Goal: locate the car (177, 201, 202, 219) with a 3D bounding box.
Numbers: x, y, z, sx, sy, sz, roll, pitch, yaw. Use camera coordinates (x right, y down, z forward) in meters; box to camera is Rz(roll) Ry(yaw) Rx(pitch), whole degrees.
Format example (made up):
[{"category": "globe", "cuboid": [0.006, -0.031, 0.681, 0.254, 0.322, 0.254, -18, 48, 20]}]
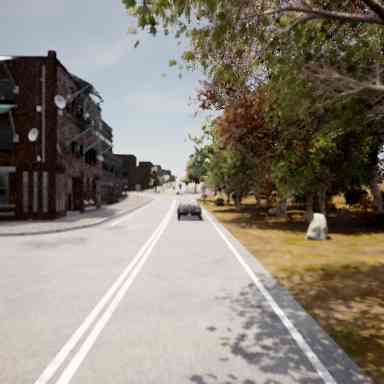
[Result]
[{"category": "car", "cuboid": [-0.242, 1.384, 26.979, 1.895, 1.301, 4.718, 0, 1, -1]}]
